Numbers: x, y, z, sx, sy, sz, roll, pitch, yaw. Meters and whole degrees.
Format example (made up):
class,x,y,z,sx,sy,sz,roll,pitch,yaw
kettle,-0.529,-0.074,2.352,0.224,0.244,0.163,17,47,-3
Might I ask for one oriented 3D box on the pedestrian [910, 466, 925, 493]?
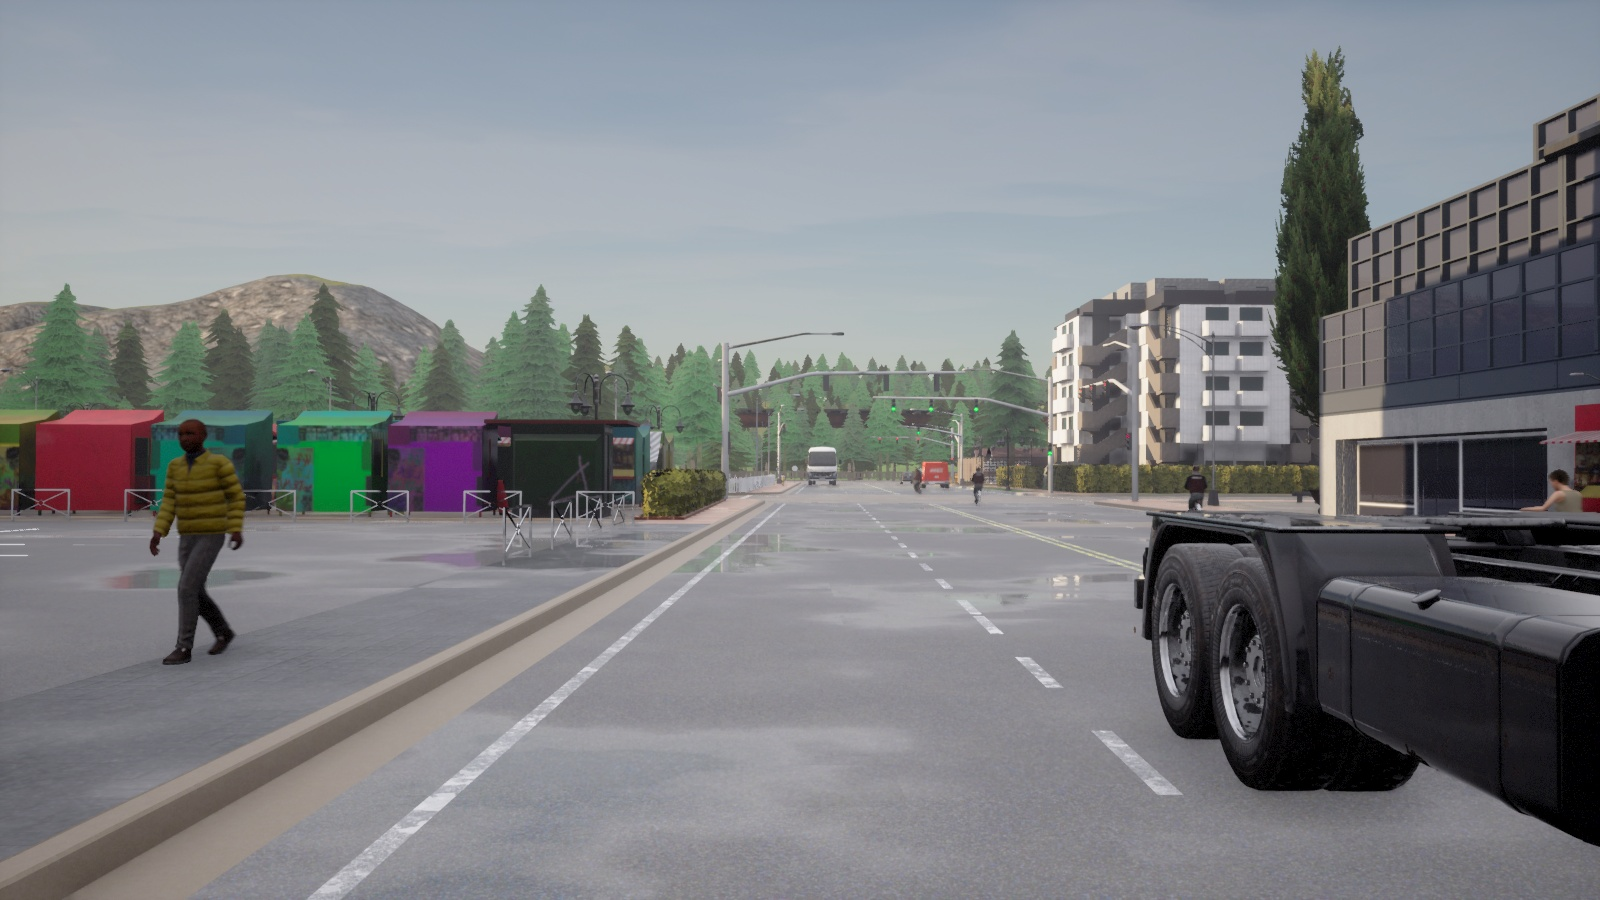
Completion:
class,x,y,z,sx,sy,sz,roll,pitch,yaw
pedestrian,7.886,1.986,84.427,0.899,1.844,0.634,0,-1,-7

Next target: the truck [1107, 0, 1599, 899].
class,x,y,z,sx,sy,sz,roll,pitch,yaw
truck,3.537,-0.102,4.747,2.891,3.462,7.936,0,-1,1

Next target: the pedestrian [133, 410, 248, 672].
class,x,y,z,sx,sy,sz,roll,pitch,yaw
pedestrian,-4.458,0.645,9.211,0.370,1.835,0.726,0,-1,14
